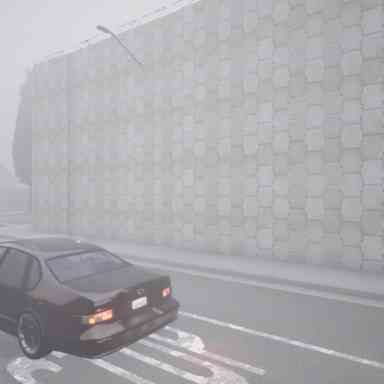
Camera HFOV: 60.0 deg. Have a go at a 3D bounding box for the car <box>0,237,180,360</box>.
[{"bbox_3d":[-2.760,1.547,5.950,5.357,1.411,2.033,0,0,35],"label":"car"}]
